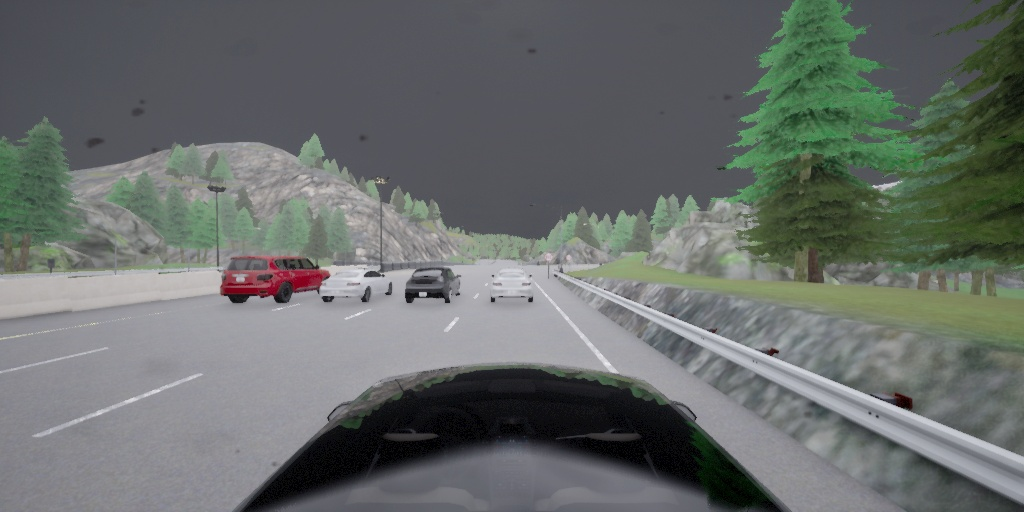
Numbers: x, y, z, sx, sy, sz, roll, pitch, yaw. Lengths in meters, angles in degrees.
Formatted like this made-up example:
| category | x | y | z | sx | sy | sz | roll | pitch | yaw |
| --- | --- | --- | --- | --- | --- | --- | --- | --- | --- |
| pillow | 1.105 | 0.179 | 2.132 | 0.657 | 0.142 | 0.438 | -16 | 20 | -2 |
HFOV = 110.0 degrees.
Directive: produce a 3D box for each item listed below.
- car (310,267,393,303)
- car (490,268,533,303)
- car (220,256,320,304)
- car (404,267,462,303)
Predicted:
| category | x | y | z | sx | sy | sz | roll | pitch | yaw |
| --- | --- | --- | --- | --- | --- | --- | --- | --- | --- |
| car | -7.013 | 1.276 | 16.526 | 1.812 | 1.442 | 4.674 | 0 | 0 | 0 |
| car | -0.013 | 1.276 | 16.545 | 1.812 | 1.442 | 4.674 | 0 | 0 | 0 |
| car | -10.513 | 1.000 | 16.545 | 2.150 | 2.045 | 5.566 | 0 | 0 | 0 |
| car | -3.513 | 1.259 | 16.535 | 1.837 | 1.490 | 4.892 | 0 | 0 | 0 |
